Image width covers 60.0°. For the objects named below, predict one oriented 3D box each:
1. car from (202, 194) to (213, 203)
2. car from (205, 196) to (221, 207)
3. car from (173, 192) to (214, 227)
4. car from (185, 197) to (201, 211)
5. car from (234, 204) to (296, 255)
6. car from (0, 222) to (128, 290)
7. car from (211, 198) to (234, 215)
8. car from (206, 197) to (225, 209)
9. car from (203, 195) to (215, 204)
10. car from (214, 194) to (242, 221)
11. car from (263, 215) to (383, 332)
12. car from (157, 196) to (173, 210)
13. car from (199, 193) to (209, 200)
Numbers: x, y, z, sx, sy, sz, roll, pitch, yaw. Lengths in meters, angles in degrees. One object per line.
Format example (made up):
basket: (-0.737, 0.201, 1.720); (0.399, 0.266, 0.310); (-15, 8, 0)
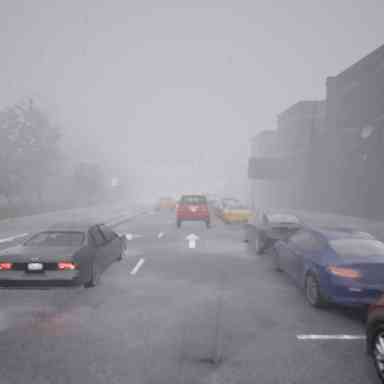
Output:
car: (3.171, 1.307, 68.637); (2.185, 1.767, 4.553); (0, 0, 0)
car: (3.192, 1.445, 51.963); (2.231, 1.521, 4.892); (0, 0, 0)
car: (0.093, 1.204, 22.923); (2.150, 2.045, 5.566); (0, 0, 0)
car: (0.077, 1.449, 41.659); (1.882, 1.535, 5.008); (0, 0, 0)
car: (3.219, 1.472, 13.284); (2.231, 1.521, 4.892); (0, 0, 0)
car: (-3.154, 1.542, 9.198); (2.033, 1.411, 5.357); (0, 0, 0)
car: (3.211, 1.452, 35.579); (1.946, 1.575, 5.366); (0, 0, 0)
car: (3.197, 1.449, 46.436); (2.231, 1.521, 4.892); (0, 0, 0)
car: (3.177, 1.434, 63.329); (1.946, 1.575, 5.366); (0, 0, 0)
car: (3.216, 1.334, 29.836); (2.185, 1.767, 4.553); (0, 0, 0)
car: (3.222, 1.515, 7.763); (2.002, 1.452, 4.674); (0, 0, 0)
car: (-3.173, 1.324, 41.393); (2.097, 1.767, 4.553); (0, 0, 0)
car: (3.144, 1.167, 90.672); (2.435, 2.045, 5.566); (0, 0, 0)
